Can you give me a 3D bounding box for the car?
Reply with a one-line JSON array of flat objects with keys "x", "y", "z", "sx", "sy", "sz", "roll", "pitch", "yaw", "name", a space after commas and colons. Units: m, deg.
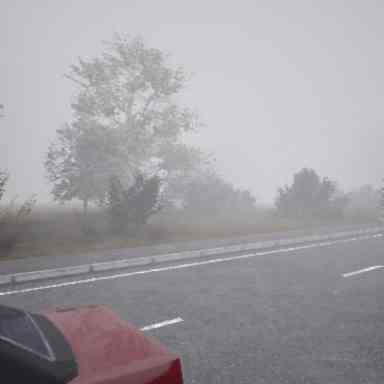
[{"x": -2.482, "y": 1.601, "z": 2.222, "sx": 4.718, "sy": 1.301, "sz": 1.895, "roll": 0, "pitch": 0, "yaw": -36, "name": "car"}]
